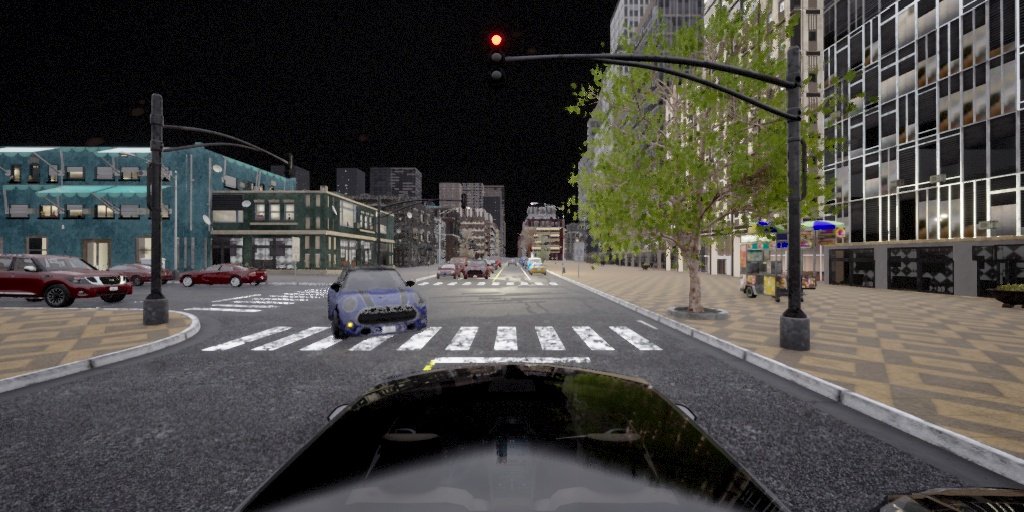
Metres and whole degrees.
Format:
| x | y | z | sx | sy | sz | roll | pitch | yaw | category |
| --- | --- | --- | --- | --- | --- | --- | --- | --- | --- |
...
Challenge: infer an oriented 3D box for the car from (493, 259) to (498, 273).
| x | y | z | sx | sy | sz | roll | pitch | yaw | category |
| --- | --- | --- | --- | --- | --- | --- | --- | --- | --- |
| -3.077 | 1.319 | 42.115 | 1.994 | 1.385 | 4.181 | 0 | 0 | 0 | car |

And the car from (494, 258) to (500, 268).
| x | y | z | sx | sy | sz | roll | pitch | yaw | category |
| --- | --- | --- | --- | --- | --- | --- | --- | --- | --- |
| -3.062 | 1.282 | 52.197 | 1.812 | 1.442 | 4.674 | 0 | 0 | 0 | car |

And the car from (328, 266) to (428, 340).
| x | y | z | sx | sy | sz | roll | pitch | yaw | category |
| --- | --- | --- | --- | --- | --- | --- | --- | --- | --- |
| -3.963 | 1.103 | 10.214 | 2.097 | 1.767 | 4.553 | 0 | 0 | -30 | car |

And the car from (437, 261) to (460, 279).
| x | y | z | sx | sy | sz | roll | pitch | yaw | category |
| --- | --- | --- | --- | --- | --- | --- | --- | --- | --- |
| -5.672 | 1.335 | 32.504 | 1.802 | 1.307 | 4.207 | 0 | 0 | 0 | car |

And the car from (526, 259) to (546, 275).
| x | y | z | sx | sy | sz | roll | pitch | yaw | category |
| --- | --- | --- | --- | --- | --- | --- | --- | --- | --- |
| 2.711 | 1.279 | 38.223 | 1.751 | 1.417 | 4.829 | 0 | 0 | 0 | car |

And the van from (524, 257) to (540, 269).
| x | y | z | sx | sy | sz | roll | pitch | yaw | category |
| --- | --- | --- | --- | --- | --- | --- | --- | --- | --- |
| 2.715 | 1.096 | 43.604 | 1.690 | 1.789 | 3.998 | 0 | 0 | 0 | van |

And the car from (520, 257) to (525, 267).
| x | y | z | sx | sy | sz | roll | pitch | yaw | category |
| --- | --- | --- | --- | --- | --- | --- | --- | --- | --- |
| 2.720 | 1.307 | 54.706 | 2.007 | 1.370 | 4.403 | 0 | 0 | 0 | car |

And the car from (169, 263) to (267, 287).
| x | y | z | sx | sy | sz | roll | pitch | yaw | category |
| --- | --- | --- | --- | --- | --- | --- | --- | --- | --- |
| -17.265 | 1.122 | 21.502 | 4.507 | 1.381 | 1.888 | 0 | 0 | -1 | car |

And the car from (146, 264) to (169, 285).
| x | y | z | sx | sy | sz | roll | pitch | yaw | category |
| --- | --- | --- | --- | --- | --- | --- | --- | --- | --- |
| -22.809 | 1.090 | 21.427 | 4.207 | 1.307 | 1.802 | 0 | 0 | -1 | car |

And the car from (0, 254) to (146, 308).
| x | y | z | sx | sy | sz | roll | pitch | yaw | category |
| --- | --- | --- | --- | --- | --- | --- | --- | --- | --- |
| -17.151 | 0.850 | 13.122 | 5.009 | 1.841 | 2.192 | 0 | 0 | -1 | car |

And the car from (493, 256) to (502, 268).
| x | y | z | sx | sy | sz | roll | pitch | yaw | category |
| --- | --- | --- | --- | --- | --- | --- | --- | --- | --- |
| -3.009 | 0.979 | 63.475 | 2.150 | 2.045 | 5.566 | 0 | 0 | 0 | car |

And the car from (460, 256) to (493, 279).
| x | y | z | sx | sy | sz | roll | pitch | yaw | category |
| --- | --- | --- | --- | --- | --- | --- | --- | --- | --- |
| -3.082 | 1.105 | 32.201 | 2.097 | 1.767 | 4.553 | 0 | 0 | 0 | car |

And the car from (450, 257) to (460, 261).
| x | y | z | sx | sy | sz | roll | pitch | yaw | category |
| --- | --- | --- | --- | --- | --- | --- | --- | --- | --- |
| -5.669 | 1.069 | 38.055 | 2.192 | 1.841 | 5.009 | 0 | 0 | 0 | car |
